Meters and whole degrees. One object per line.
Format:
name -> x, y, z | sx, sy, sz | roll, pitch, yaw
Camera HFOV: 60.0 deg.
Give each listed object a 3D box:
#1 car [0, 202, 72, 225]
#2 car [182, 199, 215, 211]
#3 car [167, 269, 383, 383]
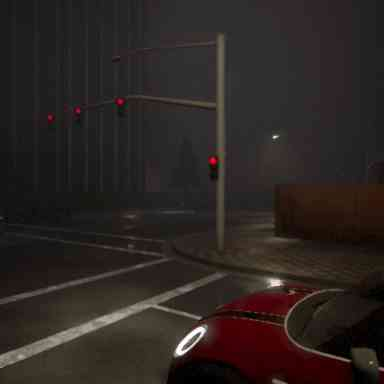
car -> -11.143, 1.453, 24.050 | 2.128, 1.511, 4.902 | 0, 0, 37
car -> 0.839, 1.561, 40.919 | 1.895, 1.301, 4.718 | 0, 0, 35
car -> 1.965, 1.352, 2.556 | 4.553, 1.767, 2.097 | 0, 0, 36
